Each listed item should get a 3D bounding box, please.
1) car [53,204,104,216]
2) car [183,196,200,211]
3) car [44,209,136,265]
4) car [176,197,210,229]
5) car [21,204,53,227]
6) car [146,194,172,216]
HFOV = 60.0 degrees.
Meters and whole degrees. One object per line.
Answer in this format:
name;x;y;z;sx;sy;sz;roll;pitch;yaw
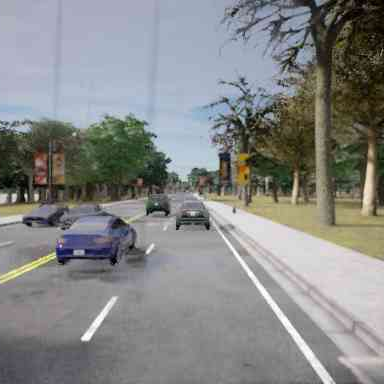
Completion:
car;-6.603;1.515;20.745;1.837;1.490;4.892;0;-1;0
car;-0.095;1.376;42.422;2.097;1.767;4.553;0;0;0
car;-3.171;1.529;11.623;1.812;1.442;4.674;0;0;0
car;0.040;1.361;21.885;2.097;1.767;4.553;0;0;0
car;-9.840;1.557;23.407;2.033;1.411;5.357;0;0;0
car;-3.287;1.238;33.131;2.150;2.045;5.566;0;0;-1
